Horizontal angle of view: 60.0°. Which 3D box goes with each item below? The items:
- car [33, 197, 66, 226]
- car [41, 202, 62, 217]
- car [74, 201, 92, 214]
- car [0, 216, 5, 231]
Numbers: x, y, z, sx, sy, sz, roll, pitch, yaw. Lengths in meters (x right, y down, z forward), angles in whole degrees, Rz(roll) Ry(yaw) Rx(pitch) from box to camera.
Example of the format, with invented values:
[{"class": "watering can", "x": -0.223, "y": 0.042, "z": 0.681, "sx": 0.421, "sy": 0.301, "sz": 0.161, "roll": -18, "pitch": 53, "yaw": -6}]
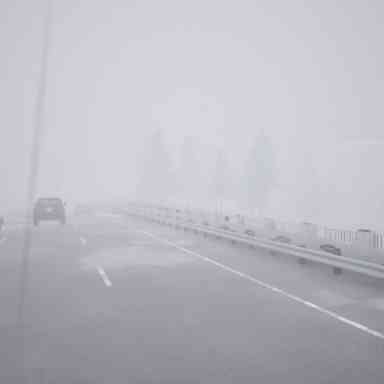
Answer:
[{"class": "car", "x": -11.023, "y": 1.434, "z": 25.784, "sx": 2.150, "sy": 2.045, "sz": 5.566, "roll": 0, "pitch": -1, "yaw": -22}, {"class": "car", "x": -15.988, "y": 1.953, "z": 37.946, "sx": 2.033, "sy": 1.411, "sz": 5.357, "roll": 0, "pitch": -1, "yaw": -22}, {"class": "car", "x": -13.591, "y": 1.917, "z": 41.334, "sx": 1.882, "sy": 1.535, "sz": 5.008, "roll": 0, "pitch": -1, "yaw": -22}, {"class": "car", "x": -11.923, "y": 1.674, "z": 18.729, "sx": 2.033, "sy": 1.411, "sz": 5.357, "roll": 0, "pitch": -1, "yaw": -22}]
